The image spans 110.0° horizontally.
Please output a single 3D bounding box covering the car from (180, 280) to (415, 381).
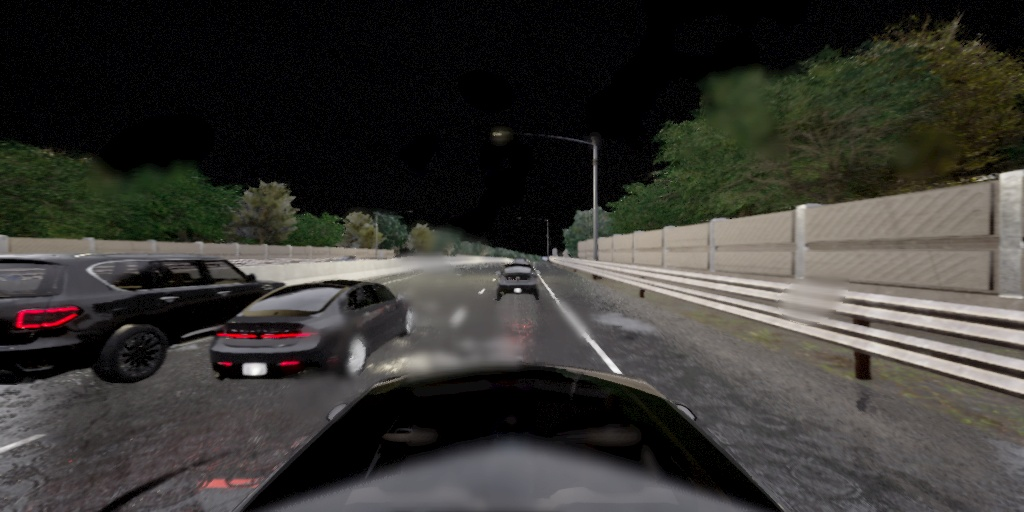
[{"bbox_3d":[-3.363,1.216,7.138,1.837,1.490,4.892,0,1,1],"label":"car"}]

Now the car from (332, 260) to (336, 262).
[{"bbox_3d":[-23.251,0.778,50.091,2.097,1.767,4.553,0,1,3],"label":"car"}]

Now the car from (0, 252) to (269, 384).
[{"bbox_3d":[-6.866,0.948,7.168,2.150,2.045,5.566,0,1,1],"label":"car"}]

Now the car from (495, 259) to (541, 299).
[{"bbox_3d":[0.279,1.096,16.728,1.837,1.490,4.892,0,1,1],"label":"car"}]

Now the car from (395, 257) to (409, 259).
[{"bbox_3d":[-16.144,0.897,52.254,1.837,1.490,4.892,0,0,3],"label":"car"}]

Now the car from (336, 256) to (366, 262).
[{"bbox_3d":[-19.936,0.988,46.103,2.033,1.411,5.357,0,0,3],"label":"car"}]
